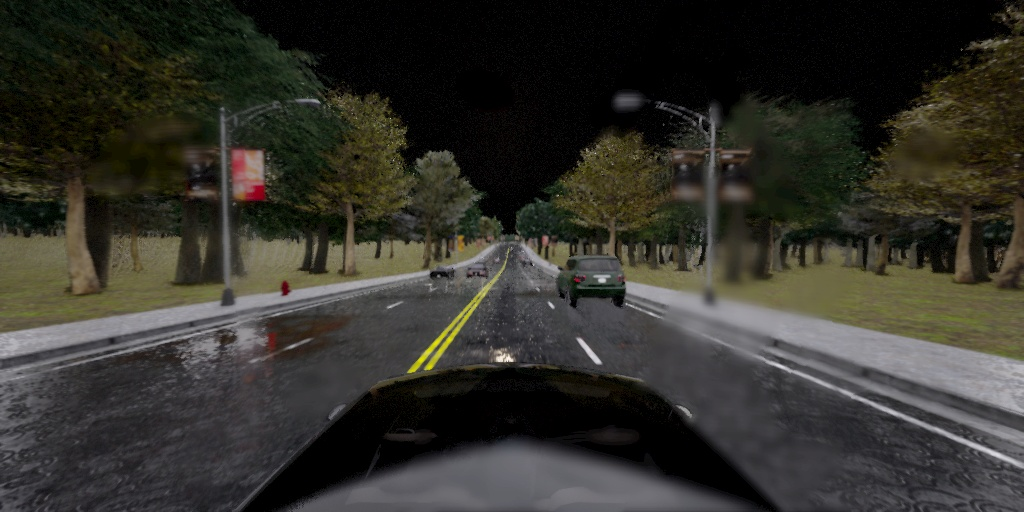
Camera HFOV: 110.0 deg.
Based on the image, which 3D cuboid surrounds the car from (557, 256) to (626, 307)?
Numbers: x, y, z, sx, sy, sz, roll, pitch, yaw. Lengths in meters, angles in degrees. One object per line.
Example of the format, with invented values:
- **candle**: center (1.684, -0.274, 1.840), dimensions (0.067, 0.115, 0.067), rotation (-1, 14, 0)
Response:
- **car**: center (3.347, 1.019, 16.006), dimensions (2.150, 2.045, 5.566), rotation (0, 0, 0)

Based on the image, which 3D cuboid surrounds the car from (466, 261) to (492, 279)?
- **car**: center (-3.334, 1.506, 35.379), dimensions (1.994, 1.385, 4.181), rotation (0, -1, 0)

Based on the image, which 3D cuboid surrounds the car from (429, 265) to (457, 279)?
- **car**: center (-6.594, 1.535, 34.453), dimensions (1.895, 1.301, 4.718), rotation (0, 0, 0)
